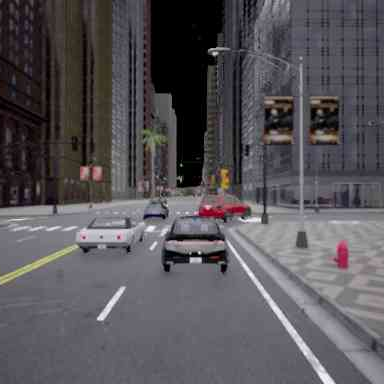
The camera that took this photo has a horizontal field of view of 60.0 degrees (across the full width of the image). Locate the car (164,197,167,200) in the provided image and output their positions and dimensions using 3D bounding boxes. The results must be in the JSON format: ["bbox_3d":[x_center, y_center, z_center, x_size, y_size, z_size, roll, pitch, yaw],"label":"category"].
[{"bbox_3d":[-6.531,1.960,73.800,1.837,1.490,4.892,0,0,0],"label":"car"}]

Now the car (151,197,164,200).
[{"bbox_3d":[-6.574,1.894,58.309,1.994,1.385,4.181,0,0,0],"label":"car"}]

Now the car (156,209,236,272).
[{"bbox_3d":[0.095,1.519,10.811,2.128,1.511,4.902,0,0,0],"label":"car"}]

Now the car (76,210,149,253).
[{"bbox_3d":[-3.156,1.641,13.901,1.895,1.301,4.718,0,0,0],"label":"car"}]

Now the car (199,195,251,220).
[{"bbox_3d":[2.682,1.278,26.401,2.150,2.045,5.566,-2,-1,34],"label":"car"}]

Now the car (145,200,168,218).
[{"bbox_3d":[-3.167,1.679,29.998,1.994,1.385,4.181,0,-1,0],"label":"car"}]
